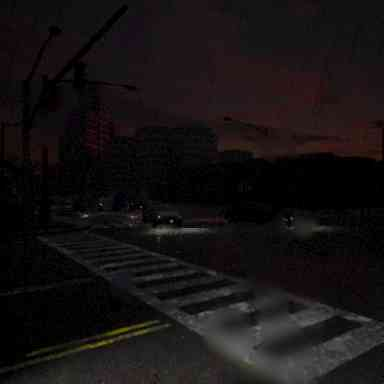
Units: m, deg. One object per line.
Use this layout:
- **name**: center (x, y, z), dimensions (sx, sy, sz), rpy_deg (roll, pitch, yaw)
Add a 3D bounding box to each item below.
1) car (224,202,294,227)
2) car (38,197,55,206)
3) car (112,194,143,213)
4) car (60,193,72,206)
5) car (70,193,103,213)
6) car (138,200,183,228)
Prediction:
- **car**: center (4.528, 1.499, 23.033), dimensions (4.892, 1.490, 1.837), rpy_deg (-1, 0, 38)
- **car**: center (-23.782, 1.473, 54.371), dimensions (1.882, 1.535, 5.008), rpy_deg (0, 0, -36)
- **car**: center (-6.894, 1.213, 36.710), dimensions (2.150, 2.045, 5.566), rpy_deg (0, 0, -36)
- **car**: center (-20.621, 1.219, 55.964), dimensions (2.150, 2.045, 5.566), rpy_deg (0, 0, -35)
- **car**: center (-11.712, 1.347, 37.421), dimensions (2.097, 1.767, 4.553), rpy_deg (0, 0, -36)
- **car**: center (-2.075, 1.520, 22.469), dimensions (1.812, 1.442, 4.674), rpy_deg (0, 0, -21)
